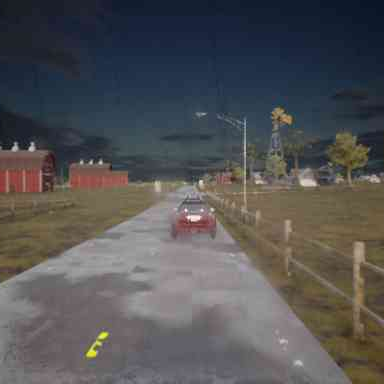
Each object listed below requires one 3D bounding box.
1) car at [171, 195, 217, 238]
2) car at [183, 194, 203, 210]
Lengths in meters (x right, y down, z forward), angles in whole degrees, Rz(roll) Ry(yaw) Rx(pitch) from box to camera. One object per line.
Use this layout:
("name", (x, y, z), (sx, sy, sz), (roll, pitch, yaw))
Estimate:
("car", (0.093, 1.234, 17.166), (2.097, 1.767, 4.553), (0, 1, 0))
("car", (0.088, 1.030, 37.394), (2.128, 1.511, 4.902), (0, 1, 0))
